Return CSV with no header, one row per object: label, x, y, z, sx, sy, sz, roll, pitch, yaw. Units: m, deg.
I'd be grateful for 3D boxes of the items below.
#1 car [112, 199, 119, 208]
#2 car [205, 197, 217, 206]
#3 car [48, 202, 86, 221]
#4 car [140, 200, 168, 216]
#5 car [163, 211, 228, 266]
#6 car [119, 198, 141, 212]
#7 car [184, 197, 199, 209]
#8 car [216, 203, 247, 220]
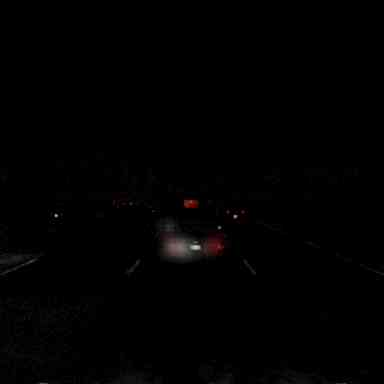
car,-10.610,1.725,50.240,1.895,1.301,4.718,0,0,0
car,3.344,1.636,58.999,2.128,1.511,4.902,0,0,0
car,-10.495,1.574,28.095,1.837,1.490,4.892,0,0,0
car,-3.521,1.574,33.190,2.128,1.511,4.902,0,0,0
car,0.085,1.577,11.627,2.033,1.411,5.357,0,0,0
car,-7.058,1.451,40.466,2.097,1.767,4.553,0,0,0
car,-0.100,1.471,48.340,2.097,1.767,4.553,0,0,0
car,3.505,1.673,29.191,1.895,1.301,4.718,0,0,0
